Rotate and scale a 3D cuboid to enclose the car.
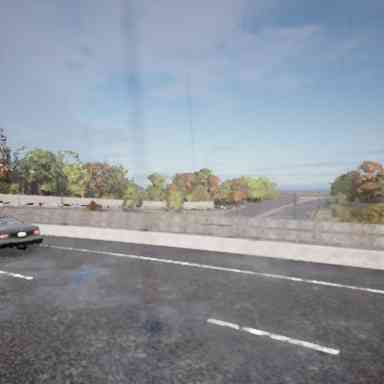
[{"bbox_3d":[-8.097,1.514,12.737,5.357,1.411,2.033,0,0,29],"label":"car"}]
